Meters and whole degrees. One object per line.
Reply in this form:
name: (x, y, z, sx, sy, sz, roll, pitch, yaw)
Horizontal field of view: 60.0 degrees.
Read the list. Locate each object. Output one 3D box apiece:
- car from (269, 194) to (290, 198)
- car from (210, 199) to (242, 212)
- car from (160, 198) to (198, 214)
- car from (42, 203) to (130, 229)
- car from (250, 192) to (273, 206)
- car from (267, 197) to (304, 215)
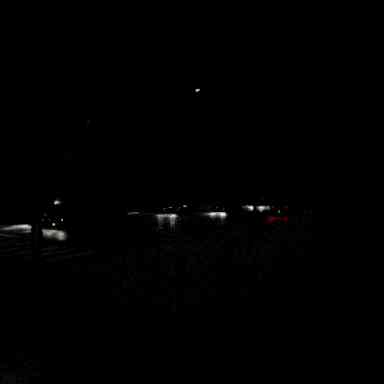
car: (13.676, 1.294, 49.729, 1.895, 1.301, 4.718, 0, 0, 35)
car: (3.717, 1.417, 35.819, 1.994, 1.385, 4.181, 0, 0, 35)
car: (-1.306, 1.379, 34.351, 1.837, 1.490, 4.892, 0, 0, 35)
car: (-6.476, 1.475, 21.420, 2.033, 1.411, 5.357, 0, 0, 35)
car: (10.994, 1.002, 51.566, 2.150, 2.045, 5.566, 0, 0, 35)
car: (9.242, 1.446, 32.030, 1.895, 1.301, 4.718, 0, 0, 35)
